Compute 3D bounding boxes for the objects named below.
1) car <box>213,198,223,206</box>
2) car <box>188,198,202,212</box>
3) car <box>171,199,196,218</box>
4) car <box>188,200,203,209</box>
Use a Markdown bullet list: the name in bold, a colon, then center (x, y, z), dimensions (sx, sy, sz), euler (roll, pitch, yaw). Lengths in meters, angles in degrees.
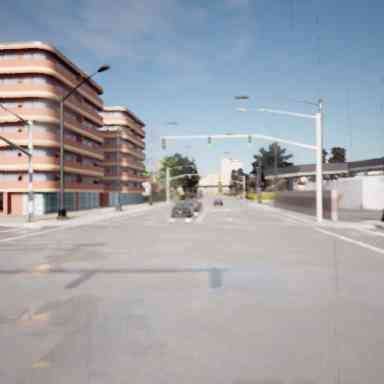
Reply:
- **car**: center (4.830, 1.874, 61.315), dimensions (2.033, 1.411, 5.357), euler (0, 0, 4)
- **car**: center (-0.196, 1.604, 42.155), dimensions (2.097, 1.767, 4.553), euler (0, 0, 5)
- **car**: center (-0.904, 1.708, 33.022), dimensions (1.837, 1.490, 4.892), euler (0, 0, 4)
- **car**: center (0.531, 1.901, 51.228), dimensions (1.895, 1.301, 4.718), euler (0, 0, 5)
